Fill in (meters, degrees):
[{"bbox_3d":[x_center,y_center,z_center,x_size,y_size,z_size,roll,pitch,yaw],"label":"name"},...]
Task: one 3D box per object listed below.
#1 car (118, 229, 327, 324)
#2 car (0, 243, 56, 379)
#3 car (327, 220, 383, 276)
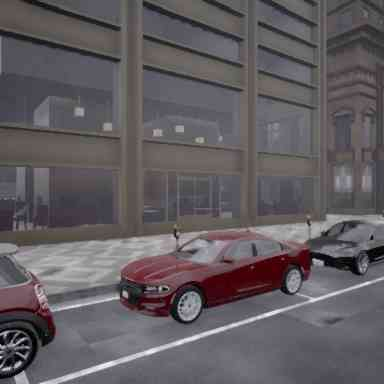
[{"bbox_3d":[0.664,1.544,7.122,4.507,1.381,1.887,0,0,-35],"label":"car"},{"bbox_3d":[-3.910,1.439,3.859,4.097,1.590,1.967,0,0,-35],"label":"car"},{"bbox_3d":[5.238,1.565,10.385,4.313,1.339,1.947,0,0,-35],"label":"car"}]
